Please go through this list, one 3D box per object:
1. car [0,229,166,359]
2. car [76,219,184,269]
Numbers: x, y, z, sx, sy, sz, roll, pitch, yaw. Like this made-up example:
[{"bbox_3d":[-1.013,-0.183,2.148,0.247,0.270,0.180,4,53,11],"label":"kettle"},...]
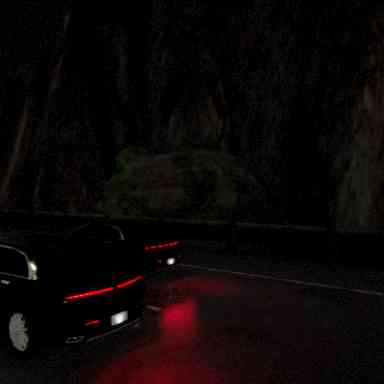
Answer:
[{"bbox_3d":[-3.000,1.563,6.132,4.892,1.490,1.837,-1,0,35],"label":"car"},{"bbox_3d":[-2.510,1.580,10.081,4.892,1.490,1.837,-1,0,35],"label":"car"}]
